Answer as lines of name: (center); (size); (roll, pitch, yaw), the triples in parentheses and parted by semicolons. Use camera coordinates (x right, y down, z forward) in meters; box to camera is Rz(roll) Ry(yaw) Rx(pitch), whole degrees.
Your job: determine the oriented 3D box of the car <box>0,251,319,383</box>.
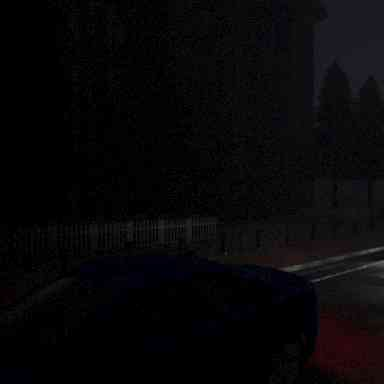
car: (-0.710, 1.477, 3.507); (5.008, 1.535, 1.882); (0, 0, -36)
